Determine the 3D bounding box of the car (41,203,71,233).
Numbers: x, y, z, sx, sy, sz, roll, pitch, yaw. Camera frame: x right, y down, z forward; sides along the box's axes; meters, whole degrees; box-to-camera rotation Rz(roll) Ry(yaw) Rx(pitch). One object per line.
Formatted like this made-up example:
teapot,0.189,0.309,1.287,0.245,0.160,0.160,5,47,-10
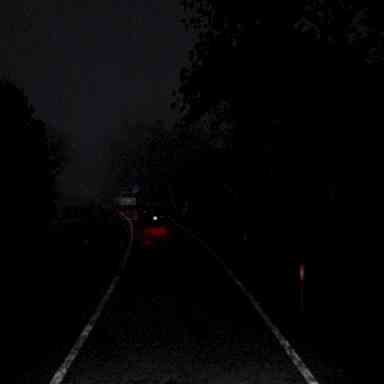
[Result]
car,-9.528,1.698,21.151,2.002,1.452,4.674,0,0,-6

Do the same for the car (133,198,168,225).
car,-2.849,1.377,23.281,1.837,1.490,4.892,-1,0,-13

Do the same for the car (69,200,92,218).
car,-10.972,1.604,31.586,2.097,1.535,5.008,-1,0,-8

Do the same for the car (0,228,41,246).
car,-8.978,1.677,14.941,2.097,1.535,5.008,0,0,-3

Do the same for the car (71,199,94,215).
car,-12.308,1.645,37.583,2.002,1.452,4.674,1,0,-13

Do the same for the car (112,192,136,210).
car,-8.192,0.979,40.176,2.150,2.045,5.566,-1,2,-22
